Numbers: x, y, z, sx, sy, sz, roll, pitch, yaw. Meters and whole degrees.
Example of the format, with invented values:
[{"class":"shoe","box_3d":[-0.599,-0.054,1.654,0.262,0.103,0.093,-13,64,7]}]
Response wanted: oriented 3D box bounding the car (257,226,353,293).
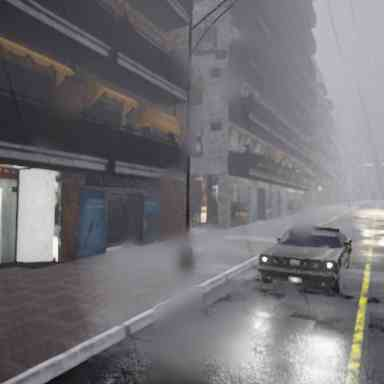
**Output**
[{"class":"car","box_3d":[3.413,1.699,9.462,1.895,1.301,4.718,0,-1,29]}]
